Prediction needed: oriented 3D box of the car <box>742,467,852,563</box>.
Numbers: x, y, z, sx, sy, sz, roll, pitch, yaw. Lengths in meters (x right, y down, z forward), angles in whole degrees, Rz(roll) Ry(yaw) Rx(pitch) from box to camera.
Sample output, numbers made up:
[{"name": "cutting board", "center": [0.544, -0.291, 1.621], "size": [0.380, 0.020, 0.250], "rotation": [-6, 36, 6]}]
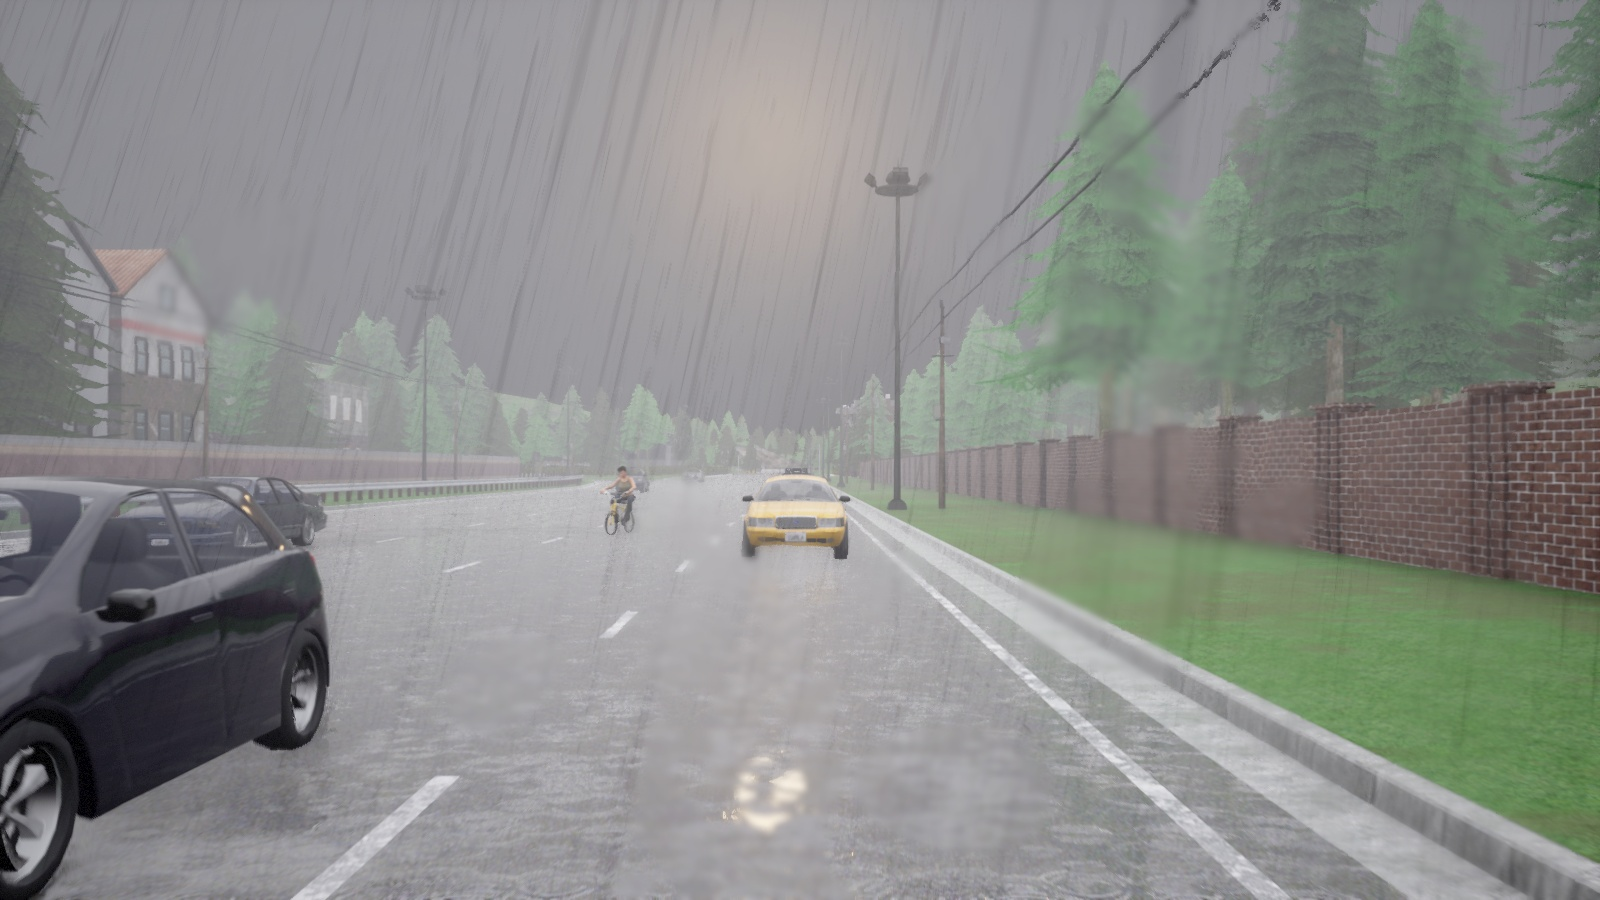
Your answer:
[{"name": "car", "center": [-0.058, 1.104, 23.327], "size": [1.801, 1.575, 5.366], "rotation": [0, -1, 0]}]

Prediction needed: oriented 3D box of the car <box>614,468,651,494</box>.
[{"name": "car", "center": [-10.702, 1.974, 80.669], "size": [1.851, 1.617, 3.988], "rotation": [0, -1, 0]}]

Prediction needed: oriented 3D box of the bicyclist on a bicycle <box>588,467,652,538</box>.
[{"name": "bicyclist on a bicycle", "center": [-4.213, 1.211, 29.448], "size": [0.866, 1.612, 1.509], "rotation": [-1, -1, 20]}]

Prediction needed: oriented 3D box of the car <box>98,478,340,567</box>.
[{"name": "car", "center": [-10.558, 1.255, 23.375], "size": [2.033, 1.411, 5.357], "rotation": [0, -1, 0]}]

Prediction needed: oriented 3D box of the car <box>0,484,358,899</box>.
[{"name": "car", "center": [-3.514, 0.924, 5.555], "size": [1.845, 1.501, 3.633], "rotation": [0, -1, 0]}]
